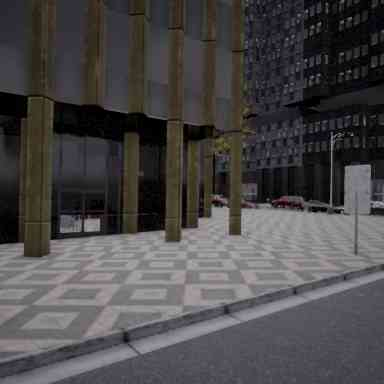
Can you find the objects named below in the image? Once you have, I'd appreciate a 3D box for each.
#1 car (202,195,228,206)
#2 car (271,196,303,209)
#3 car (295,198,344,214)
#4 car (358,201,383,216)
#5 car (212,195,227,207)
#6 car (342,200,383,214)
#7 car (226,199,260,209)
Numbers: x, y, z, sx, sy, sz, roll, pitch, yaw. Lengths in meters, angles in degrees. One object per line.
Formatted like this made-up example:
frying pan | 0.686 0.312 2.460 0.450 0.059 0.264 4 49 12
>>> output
car | 4.194 1.511 61.253 2.192 1.841 5.009 1 -1 -35
car | 13.760 1.487 47.763 2.192 1.841 5.009 1 -1 -35
car | 13.187 1.539 33.829 1.947 1.339 4.313 1 -1 -35
car | 16.376 1.517 29.332 2.008 1.369 4.403 1 -1 -35
car | 3.623 1.311 47.323 2.192 1.841 5.009 1 -1 -35
car | 20.134 1.708 38.767 2.008 1.369 4.403 1 -1 -35
car | 6.808 1.570 42.823 1.802 1.307 4.206 1 -1 -35
